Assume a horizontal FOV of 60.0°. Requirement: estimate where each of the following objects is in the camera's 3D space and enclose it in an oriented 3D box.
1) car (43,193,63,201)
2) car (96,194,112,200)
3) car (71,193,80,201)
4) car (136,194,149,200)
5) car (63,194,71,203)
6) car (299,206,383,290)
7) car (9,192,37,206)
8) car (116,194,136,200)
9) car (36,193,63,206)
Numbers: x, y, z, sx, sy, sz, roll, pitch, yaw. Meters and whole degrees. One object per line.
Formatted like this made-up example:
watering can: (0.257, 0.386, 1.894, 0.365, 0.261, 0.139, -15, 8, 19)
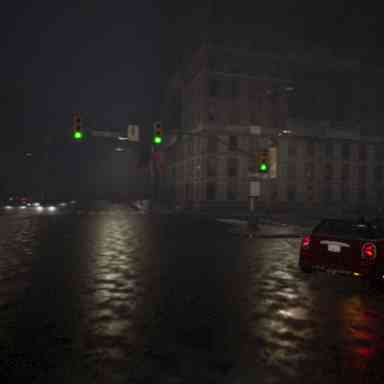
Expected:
car: (-26.601, 0.929, 63.910, 2.128, 1.511, 4.902, 1, 0, -4)
car: (-19.326, 1.098, 73.062, 2.033, 1.411, 5.357, 1, 0, 8)
car: (-23.138, 1.005, 64.631, 1.812, 1.442, 4.674, 1, 0, -4)
car: (-12.650, 1.195, 83.909, 1.837, 1.490, 4.892, 1, 0, 27)
car: (-21.543, 0.996, 54.645, 1.882, 1.535, 5.008, 1, 0, -14)
car: (5.098, 1.456, 9.721, 4.553, 1.767, 2.097, 1, 0, -43)
car: (-22.458, 0.856, 43.785, 2.097, 1.767, 4.553, 1, 0, -14)
car: (-16.756, 1.204, 83.150, 1.895, 1.301, 4.718, 1, 0, 24)
car: (-19.116, 1.175, 44.828, 1.895, 1.301, 4.718, 1, 0, -14)
